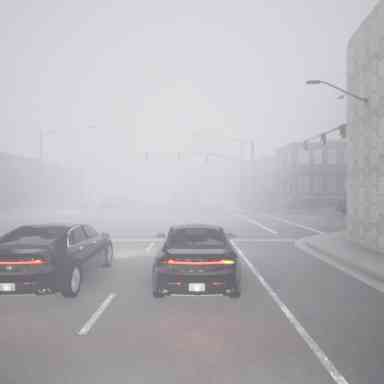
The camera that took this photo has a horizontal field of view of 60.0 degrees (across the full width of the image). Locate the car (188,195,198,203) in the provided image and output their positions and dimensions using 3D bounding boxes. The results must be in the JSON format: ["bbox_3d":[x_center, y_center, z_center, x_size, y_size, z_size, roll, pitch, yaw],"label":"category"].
[{"bbox_3d":[0.221,1.351,68.248,2.097,1.767,4.553,0,0,0],"label":"car"}]

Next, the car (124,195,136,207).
[{"bbox_3d":[-10.422,1.352,51.224,2.097,1.767,4.553,0,0,0],"label":"car"}]

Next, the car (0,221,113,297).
[{"bbox_3d":[-3.394,1.505,8.553,1.837,1.490,4.892,0,0,0],"label":"car"}]

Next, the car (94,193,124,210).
[{"bbox_3d":[-10.454,1.352,42.258,2.097,1.767,4.553,0,0,0],"label":"car"}]

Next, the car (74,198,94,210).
[{"bbox_3d":[-13.946,1.491,43.758,2.128,1.511,4.902,0,0,0],"label":"car"}]

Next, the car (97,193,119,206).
[{"bbox_3d":[-13.894,1.222,55.419,2.150,2.045,5.566,0,0,0],"label":"car"}]

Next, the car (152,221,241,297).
[{"bbox_3d":[0.106,1.505,8.537,1.837,1.490,4.892,0,0,0],"label":"car"}]

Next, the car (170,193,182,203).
[{"bbox_3d":[-3.279,1.221,68.315,2.150,2.045,5.566,0,0,0],"label":"car"}]

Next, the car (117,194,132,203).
[{"bbox_3d":[-13.779,1.341,68.197,2.097,1.767,4.553,0,0,0],"label":"car"}]

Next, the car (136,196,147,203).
[{"bbox_3d":[-10.303,1.563,66.517,1.994,1.385,4.181,0,0,1],"label":"car"}]

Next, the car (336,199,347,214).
[{"bbox_3d":[14.900,0.760,27.576,5.566,2.045,2.150,-6,0,0],"label":"car"}]
